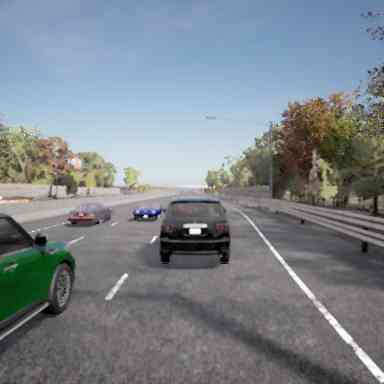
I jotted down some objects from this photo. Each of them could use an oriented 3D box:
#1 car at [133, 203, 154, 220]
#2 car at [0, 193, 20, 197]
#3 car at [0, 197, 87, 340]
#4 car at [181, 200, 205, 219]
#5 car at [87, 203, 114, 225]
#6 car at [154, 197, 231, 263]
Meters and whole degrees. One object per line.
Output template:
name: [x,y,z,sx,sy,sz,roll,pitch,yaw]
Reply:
car: [-3.406,1.496,26.678,1.895,1.301,4.718,0,0,0]
car: [-21.085,1.204,38.880,2.097,1.767,4.553,0,0,0]
car: [-3.442,1.203,4.355,2.150,2.045,5.566,0,0,1]
car: [0.095,1.451,28.963,1.994,1.385,4.181,0,0,0]
car: [-6.915,1.454,23.266,2.033,1.411,5.357,0,0,0]
car: [0.095,1.173,11.926,2.150,2.045,5.566,0,0,0]
